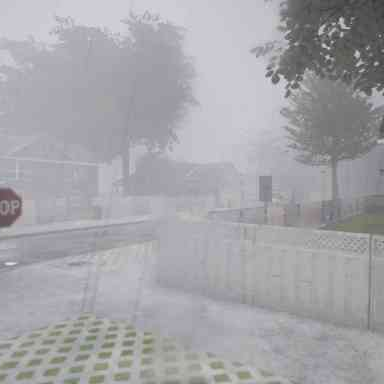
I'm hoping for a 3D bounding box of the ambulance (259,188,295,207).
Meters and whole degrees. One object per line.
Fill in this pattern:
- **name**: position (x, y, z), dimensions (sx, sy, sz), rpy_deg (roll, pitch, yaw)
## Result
- **ambulance**: position (9.729, 0.800, 37.868), dimensions (2.351, 2.431, 6.366), rpy_deg (0, 0, 35)
